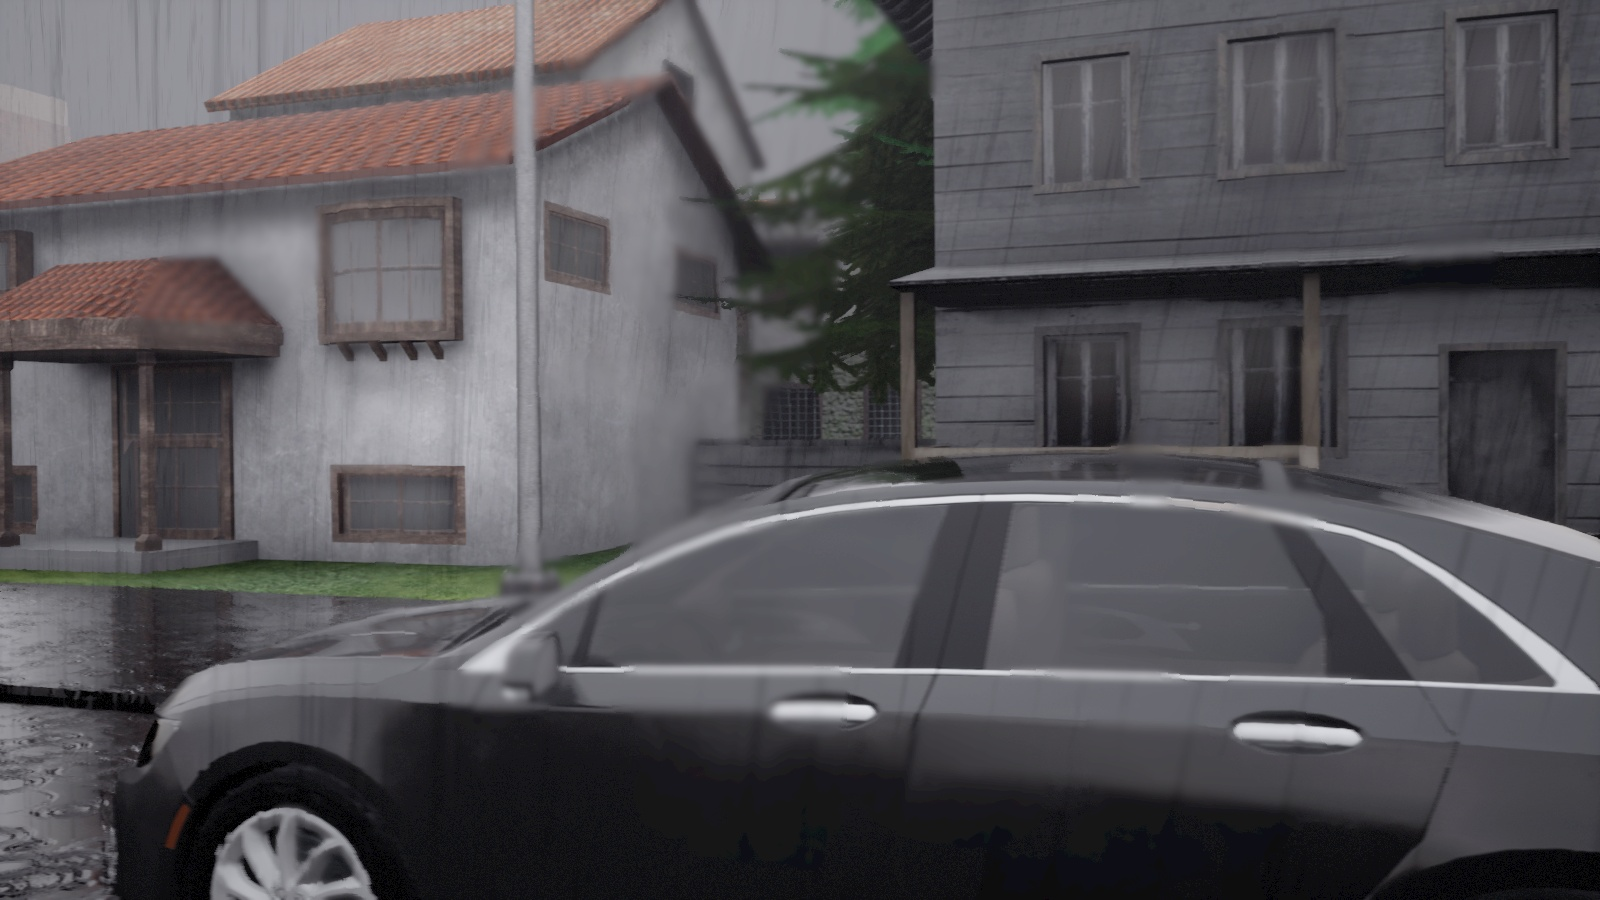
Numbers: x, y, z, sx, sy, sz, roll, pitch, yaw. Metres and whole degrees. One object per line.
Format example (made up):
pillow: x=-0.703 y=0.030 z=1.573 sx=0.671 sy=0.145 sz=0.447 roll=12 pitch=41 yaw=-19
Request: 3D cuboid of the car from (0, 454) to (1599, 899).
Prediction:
car: x=0.360 y=0.783 z=3.601 sx=4.892 sy=1.490 sz=1.837 roll=0 pitch=1 yaw=19
